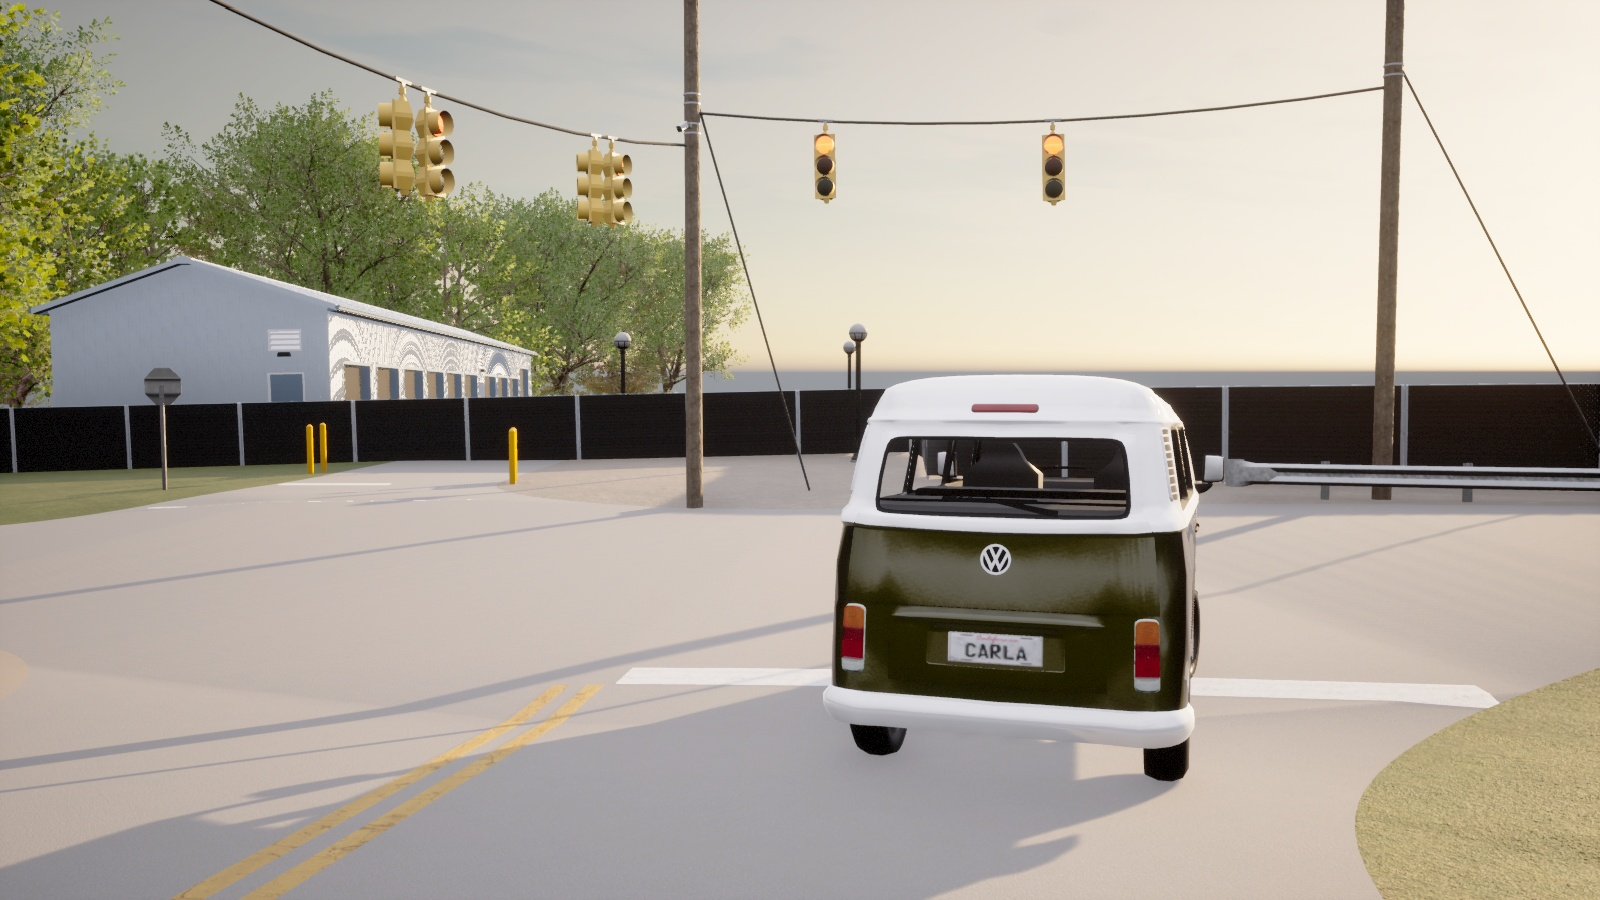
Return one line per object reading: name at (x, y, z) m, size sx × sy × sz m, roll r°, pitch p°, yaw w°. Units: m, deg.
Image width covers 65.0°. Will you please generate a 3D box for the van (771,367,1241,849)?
van at (1.546, 0.611, 7.742) m, size 2.069 × 2.038 × 4.480 m, roll 1°, pitch 1°, yaw 18°
